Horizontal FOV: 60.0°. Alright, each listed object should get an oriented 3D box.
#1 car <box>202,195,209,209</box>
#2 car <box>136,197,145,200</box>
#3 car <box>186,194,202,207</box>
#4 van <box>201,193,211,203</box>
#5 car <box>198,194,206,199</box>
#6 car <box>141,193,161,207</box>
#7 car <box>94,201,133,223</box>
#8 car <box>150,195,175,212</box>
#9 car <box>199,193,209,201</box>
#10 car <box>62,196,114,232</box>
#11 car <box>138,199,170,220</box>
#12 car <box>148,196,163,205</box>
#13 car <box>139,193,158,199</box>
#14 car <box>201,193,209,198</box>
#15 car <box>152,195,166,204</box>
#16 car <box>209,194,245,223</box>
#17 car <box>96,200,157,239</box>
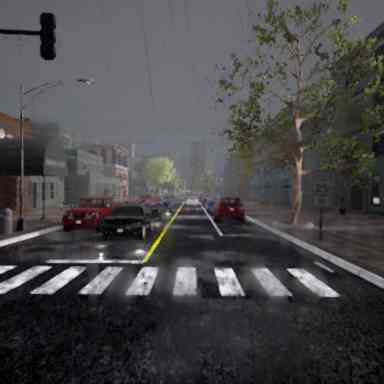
[{"bbox_3d":[2.677,1.418,41.371,2.008,1.369,4.403,0,0,0],"label":"car"},{"bbox_3d":[-5.699,1.413,30.279,1.802,1.307,4.206,0,0,0],"label":"car"},{"bbox_3d":[0.084,1.350,46.921,1.812,1.442,4.674,1,0,0],"label":"car"},{"bbox_3d":[2.666,1.129,63.546,1.690,1.788,3.998,0,0,0],"label":"van"},{"bbox_3d":[2.652,1.240,91.267,2.008,1.369,4.403,0,0,0],"label":"car"},{"bbox_3d":[-5.706,1.088,46.910,2.192,1.841,5.009,0,0,0],"label":"car"},{"bbox_3d":[-5.696,1.395,24.734,1.887,1.381,4.507,0,0,0],"label":"car"},{"bbox_3d":[-3.089,1.397,36.404,1.994,1.385,4.181,1,0,0],"label":"car"},{"bbox_3d":[2.661,1.064,74.634,2.192,1.841,5.009,0,0,0],"label":"car"},{"bbox_3d":[-5.693,1.185,19.190,2.192,1.841,5.009,0,0,0],"label":"car"},{"bbox_3d":[-3.102,1.468,26.503,1.895,1.301,4.718,1,0,0],"label":"car"},{"bbox_3d":[-5.709,1.319,52.454,1.947,1.339,4.313,0,0,0],"label":"car"},{"bbox_3d":[-5.704,1.107,41.366,2.192,1.841,5.009,0,0,0],"label":"car"},{"bbox_3d":[2.668,1.248,58.002,1.967,1.590,4.097,0,0,0],"label":"car"},{"bbox_3d":[-5.711,1.278,57.998,1.887,1.381,4.507,0,0,0],"label":"car"},{"bbox_3d":[2.684,1.240,24.738,2.192,1.841,5.009,0,0,0],"label":"car"},{"bbox_3d":[-3.098,1.379,16.822,1.882,1.535,5.008,1,0,0],"label":"car"}]
